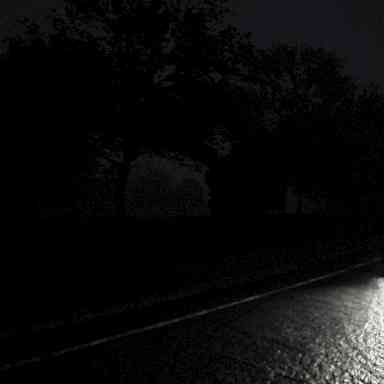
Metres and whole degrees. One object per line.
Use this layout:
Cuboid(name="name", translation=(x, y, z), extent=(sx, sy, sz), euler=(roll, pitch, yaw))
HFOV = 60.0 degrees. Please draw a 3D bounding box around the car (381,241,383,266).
Cuboid(name="car", translation=(7.522, 1.518, 10.264), extent=(4.902, 1.511, 2.128), euler=(0, 1, -42))
